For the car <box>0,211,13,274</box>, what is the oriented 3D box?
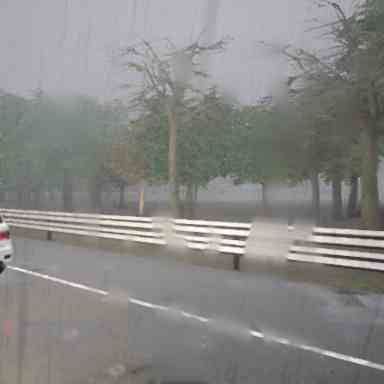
[{"bbox_3d":[-7.237,1.265,9.409,5.566,2.045,2.150,0,0,37],"label":"car"}]
